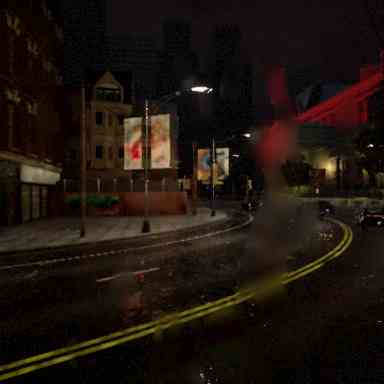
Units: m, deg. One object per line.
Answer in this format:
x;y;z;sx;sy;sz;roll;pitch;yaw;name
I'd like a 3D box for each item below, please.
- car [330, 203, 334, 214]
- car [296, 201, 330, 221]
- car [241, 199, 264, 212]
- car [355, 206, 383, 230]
15.122;1.784;39.362;1.837;1.490;4.892;0;-1;1;car
10.384;1.705;29.432;2.128;1.511;4.902;0;0;11;car
7.860;1.695;43.483;2.097;1.767;4.553;0;-1;-4;car
11.904;1.635;21.809;2.128;1.511;4.902;0;0;22;car
